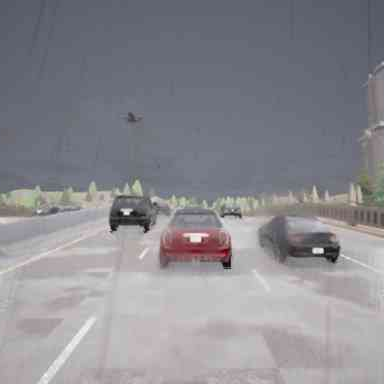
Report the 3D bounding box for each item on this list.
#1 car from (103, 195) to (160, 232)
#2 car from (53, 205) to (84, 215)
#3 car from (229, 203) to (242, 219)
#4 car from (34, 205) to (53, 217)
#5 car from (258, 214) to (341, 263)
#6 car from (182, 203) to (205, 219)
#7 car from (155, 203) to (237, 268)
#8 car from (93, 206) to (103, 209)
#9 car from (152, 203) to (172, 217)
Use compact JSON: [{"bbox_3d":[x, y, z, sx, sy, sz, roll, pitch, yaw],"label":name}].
[{"bbox_3d":[-3.394,1.190,19.946,2.150,2.045,5.566,0,0,0],"label":"car"},{"bbox_3d":[-14.078,2.248,39.455,2.033,1.411,5.357,0,-4,0],"label":"car"},{"bbox_3d":[3.615,1.793,31.892,2.033,1.411,5.357,0,-3,0],"label":"car"},{"bbox_3d":[-17.575,2.291,40.739,2.128,1.511,4.902,0,-5,0],"label":"car"},{"bbox_3d":[3.604,1.504,11.809,1.812,1.442,4.674,0,0,0],"label":"car"},{"bbox_3d":[0.110,1.793,31.894,2.033,1.411,5.357,0,-3,0],"label":"car"},{"bbox_3d":[0.103,1.331,11.347,2.097,1.767,4.553,0,0,0],"label":"car"},{"bbox_3d":[-10.579,2.248,38.726,1.895,1.301,4.718,0,-4,0],"label":"car"},{"bbox_3d":[-3.388,2.127,38.402,1.837,1.490,4.892,0,-4,0],"label":"car"}]
